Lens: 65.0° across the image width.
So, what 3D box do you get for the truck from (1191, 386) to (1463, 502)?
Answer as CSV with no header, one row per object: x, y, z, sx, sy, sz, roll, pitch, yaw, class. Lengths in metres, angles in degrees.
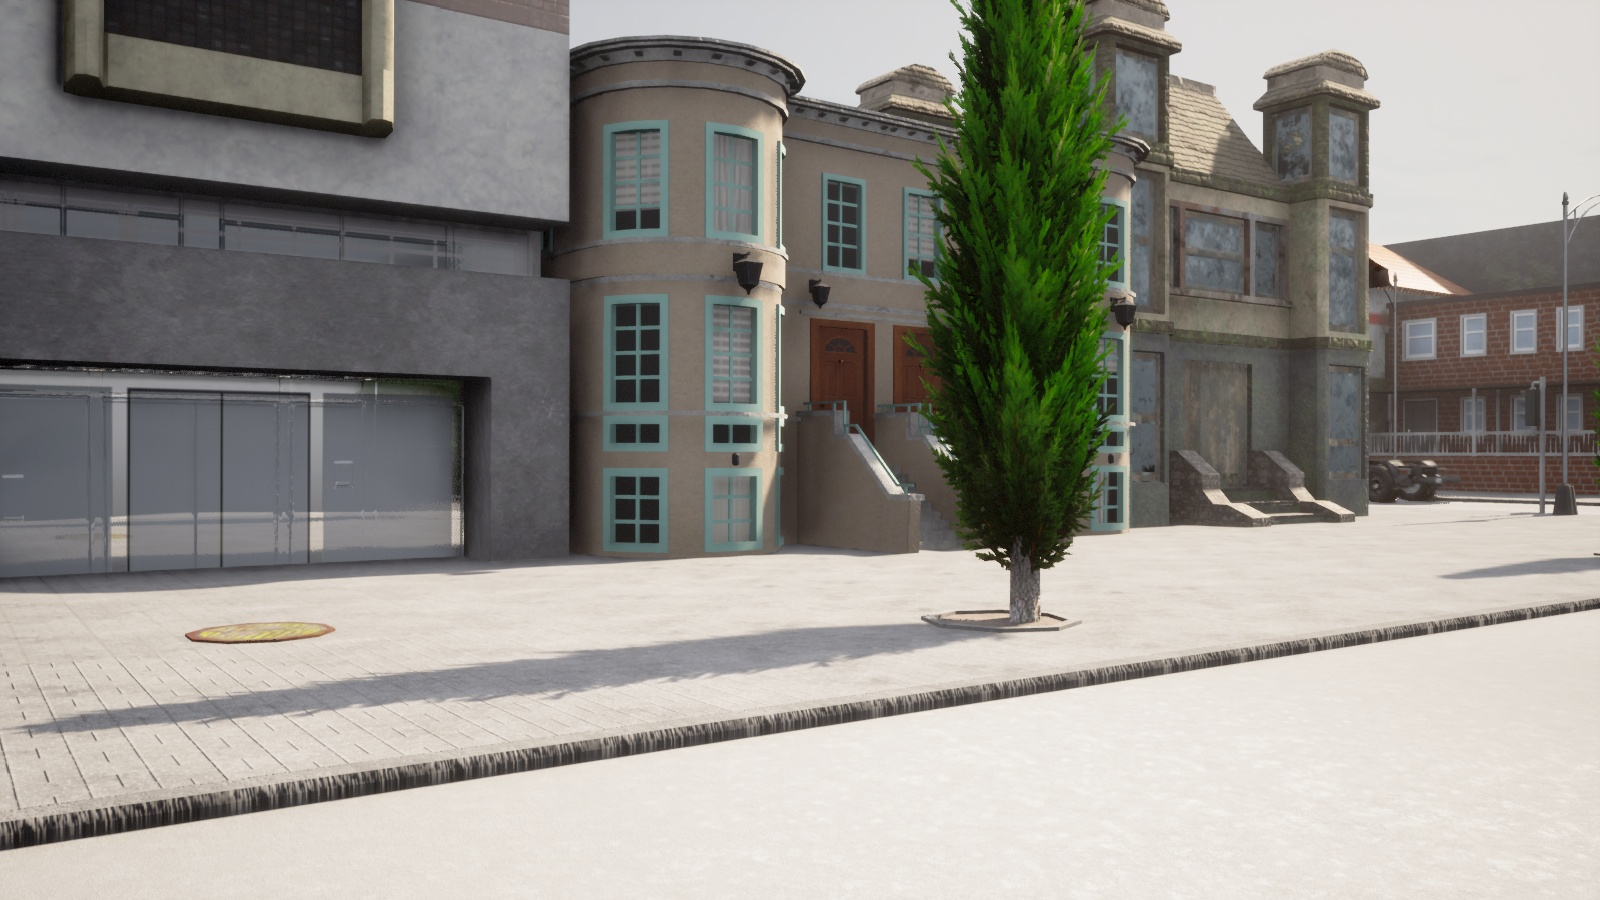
17.092,-0.172,41.381,2.891,3.462,7.936,0,0,-35,truck

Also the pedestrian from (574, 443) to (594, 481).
-11.202,0.635,65.164,0.659,1.952,0.873,0,0,-38,pedestrian
